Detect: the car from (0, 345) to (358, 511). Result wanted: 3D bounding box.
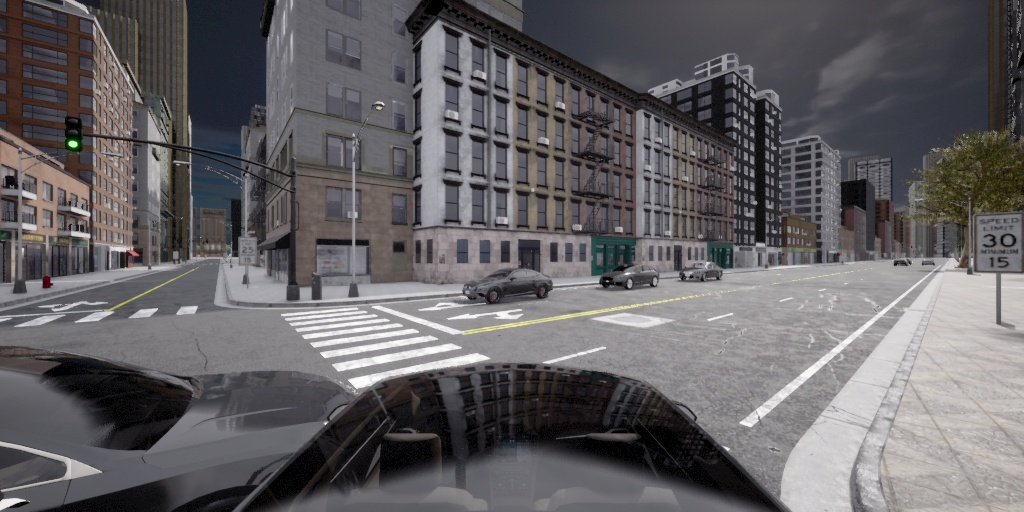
[{"bbox_3d":[-3.227,1.257,1.739,4.892,1.490,1.837,0,0,-35],"label":"car"}]

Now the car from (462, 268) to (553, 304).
[{"bbox_3d":[-0.087,1.286,16.720,4.674,1.442,1.812,0,0,-39],"label":"car"}]

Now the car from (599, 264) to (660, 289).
[{"bbox_3d":[7.586,1.258,22.968,4.892,1.490,1.837,0,0,-39],"label":"car"}]

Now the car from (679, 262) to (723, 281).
[{"bbox_3d":[15.576,1.236,29.462,4.902,1.511,2.128,0,0,-39],"label":"car"}]
